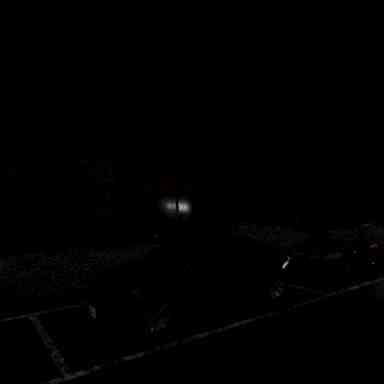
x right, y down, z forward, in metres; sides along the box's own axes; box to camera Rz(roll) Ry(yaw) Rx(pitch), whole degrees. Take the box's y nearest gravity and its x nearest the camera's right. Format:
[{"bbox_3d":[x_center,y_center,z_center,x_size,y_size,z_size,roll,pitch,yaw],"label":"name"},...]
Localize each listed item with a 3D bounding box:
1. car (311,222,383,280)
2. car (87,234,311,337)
[{"bbox_3d":[4.649,1.578,9.830,4.206,1.307,1.802,0,0,-35],"label":"car"},{"bbox_3d":[0.164,1.564,6.645,4.313,1.339,1.947,0,0,-35],"label":"car"}]
